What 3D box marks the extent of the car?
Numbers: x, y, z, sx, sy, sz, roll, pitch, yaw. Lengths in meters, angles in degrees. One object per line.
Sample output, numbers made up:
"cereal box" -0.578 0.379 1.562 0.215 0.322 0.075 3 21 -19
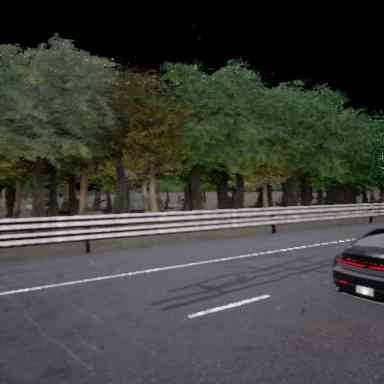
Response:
"car" 5.048 1.493 7.295 4.892 1.490 1.837 0 0 -35
